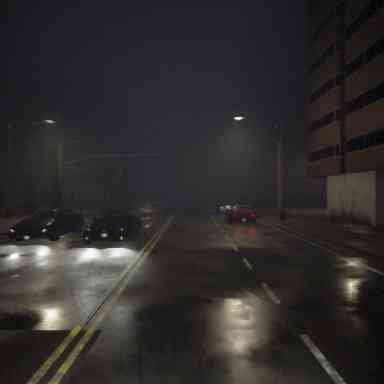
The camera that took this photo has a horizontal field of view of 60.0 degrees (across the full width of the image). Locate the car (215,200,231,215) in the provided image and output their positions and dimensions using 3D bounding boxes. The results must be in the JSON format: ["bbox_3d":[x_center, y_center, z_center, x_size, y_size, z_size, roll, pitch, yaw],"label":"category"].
[{"bbox_3d":[3.455,1.554,34.671,2.033,1.411,5.357,0,0,0],"label":"car"}]

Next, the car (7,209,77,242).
[{"bbox_3d":[-7.033,1.552,16.820,2.033,1.411,5.357,0,0,0],"label":"car"}]

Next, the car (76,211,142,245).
[{"bbox_3d":[-3.546,1.568,15.496,1.994,1.385,4.181,0,0,1],"label":"car"}]

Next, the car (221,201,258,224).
[{"bbox_3d":[3.520,1.605,24.731,1.895,1.301,4.718,0,0,0],"label":"car"}]
